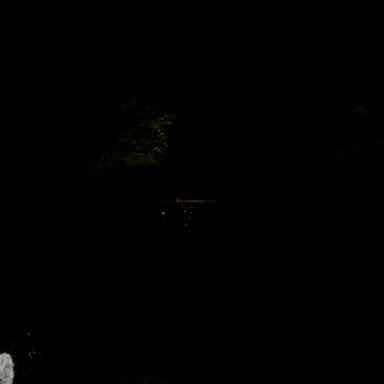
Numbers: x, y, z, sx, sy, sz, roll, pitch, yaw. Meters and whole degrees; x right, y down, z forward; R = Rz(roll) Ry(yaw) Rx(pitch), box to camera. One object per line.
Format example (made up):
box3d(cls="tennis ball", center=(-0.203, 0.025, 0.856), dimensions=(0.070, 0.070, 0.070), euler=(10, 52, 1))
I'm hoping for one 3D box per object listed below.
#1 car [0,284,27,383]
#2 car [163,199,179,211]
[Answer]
box3d(cls="car", center=(-2.850, 1.524, 1.992), dimensions=(1.837, 1.490, 4.892), euler=(0, -1, 0))
box3d(cls="car", center=(-2.809, 1.704, 44.587), dimensions=(1.882, 1.535, 5.008), euler=(0, 0, 0))
